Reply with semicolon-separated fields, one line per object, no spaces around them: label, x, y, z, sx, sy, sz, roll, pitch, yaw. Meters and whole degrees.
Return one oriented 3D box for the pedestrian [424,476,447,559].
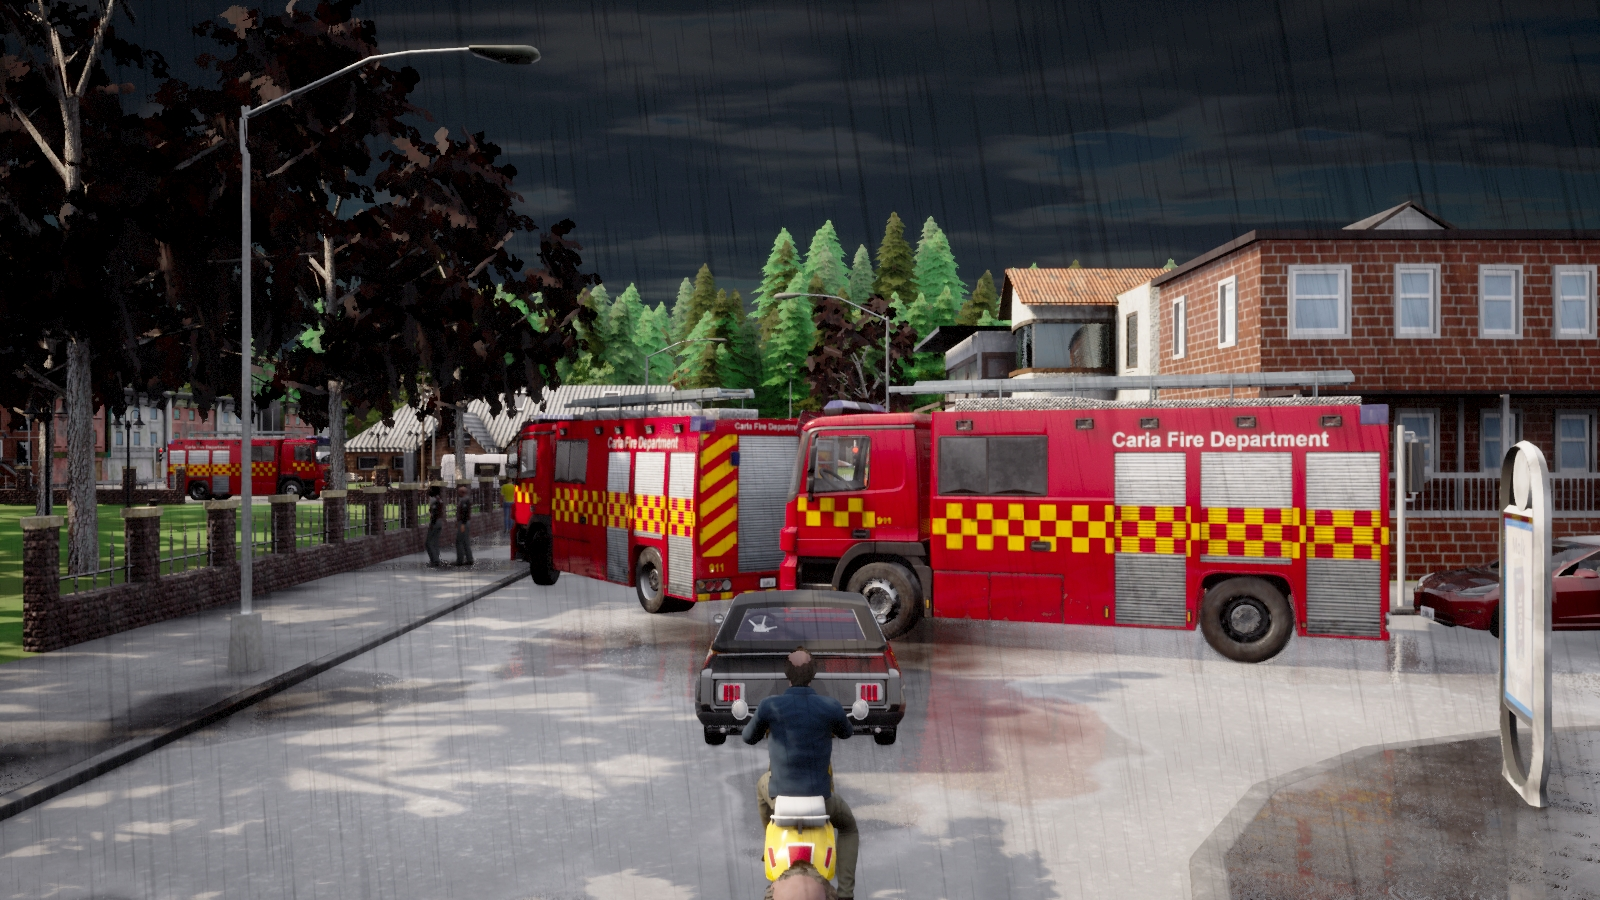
pedestrian;-8.217;1.514;25.784;0.375;1.860;0.375;0;0;5

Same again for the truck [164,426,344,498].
truck;-29.853;0.645;62.699;8.468;3.827;2.891;0;0;1

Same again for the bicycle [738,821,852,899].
bicycle;-0.015;1.938;3.086;0.329;1.271;1.835;0;0;0

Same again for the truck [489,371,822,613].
truck;-3.226;0.662;22.435;2.891;3.827;8.468;0;0;-34

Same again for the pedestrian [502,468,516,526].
pedestrian;-9.368;1.510;36.751;0.375;1.860;0.375;0;0;-6

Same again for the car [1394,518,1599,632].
car;11.947;1.835;17.293;4.792;1.488;2.163;0;0;0

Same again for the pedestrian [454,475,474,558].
pedestrian;-7.690;1.514;26.154;0.375;1.860;0.375;0;0;-8

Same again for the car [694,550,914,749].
car;0.033;1.930;12.217;1.895;1.301;4.718;0;0;0

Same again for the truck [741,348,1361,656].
truck;3.575;0.662;17.125;8.468;3.827;2.891;0;0;22

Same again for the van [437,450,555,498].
van;-16.613;1.289;62.612;5.915;2.561;1.988;0;0;0
